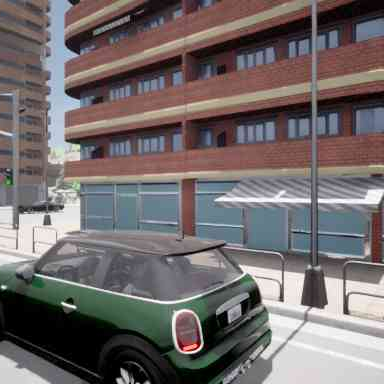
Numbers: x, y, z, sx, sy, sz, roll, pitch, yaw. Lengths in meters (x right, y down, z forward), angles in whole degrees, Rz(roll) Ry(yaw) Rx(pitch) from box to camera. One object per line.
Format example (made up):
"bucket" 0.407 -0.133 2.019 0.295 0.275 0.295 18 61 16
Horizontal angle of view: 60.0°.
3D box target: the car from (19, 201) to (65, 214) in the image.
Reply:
"car" -16.269 1.601 35.696 1.895 1.301 4.718 0 0 36

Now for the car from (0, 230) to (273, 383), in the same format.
"car" -1.261 1.352 4.892 4.553 1.767 2.097 0 0 36
